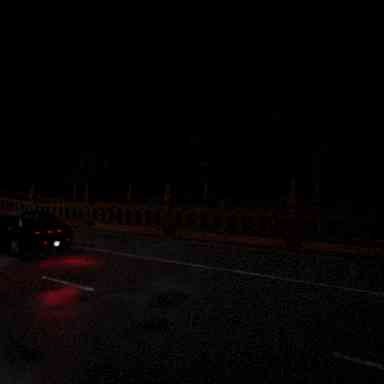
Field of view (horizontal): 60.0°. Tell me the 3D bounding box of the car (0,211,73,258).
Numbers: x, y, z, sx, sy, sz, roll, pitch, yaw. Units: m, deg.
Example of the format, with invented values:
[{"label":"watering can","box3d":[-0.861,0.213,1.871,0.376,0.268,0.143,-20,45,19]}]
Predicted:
[{"label":"car","box3d":[-6.644,1.521,12.931,4.892,1.490,1.837,0,0,36]}]
